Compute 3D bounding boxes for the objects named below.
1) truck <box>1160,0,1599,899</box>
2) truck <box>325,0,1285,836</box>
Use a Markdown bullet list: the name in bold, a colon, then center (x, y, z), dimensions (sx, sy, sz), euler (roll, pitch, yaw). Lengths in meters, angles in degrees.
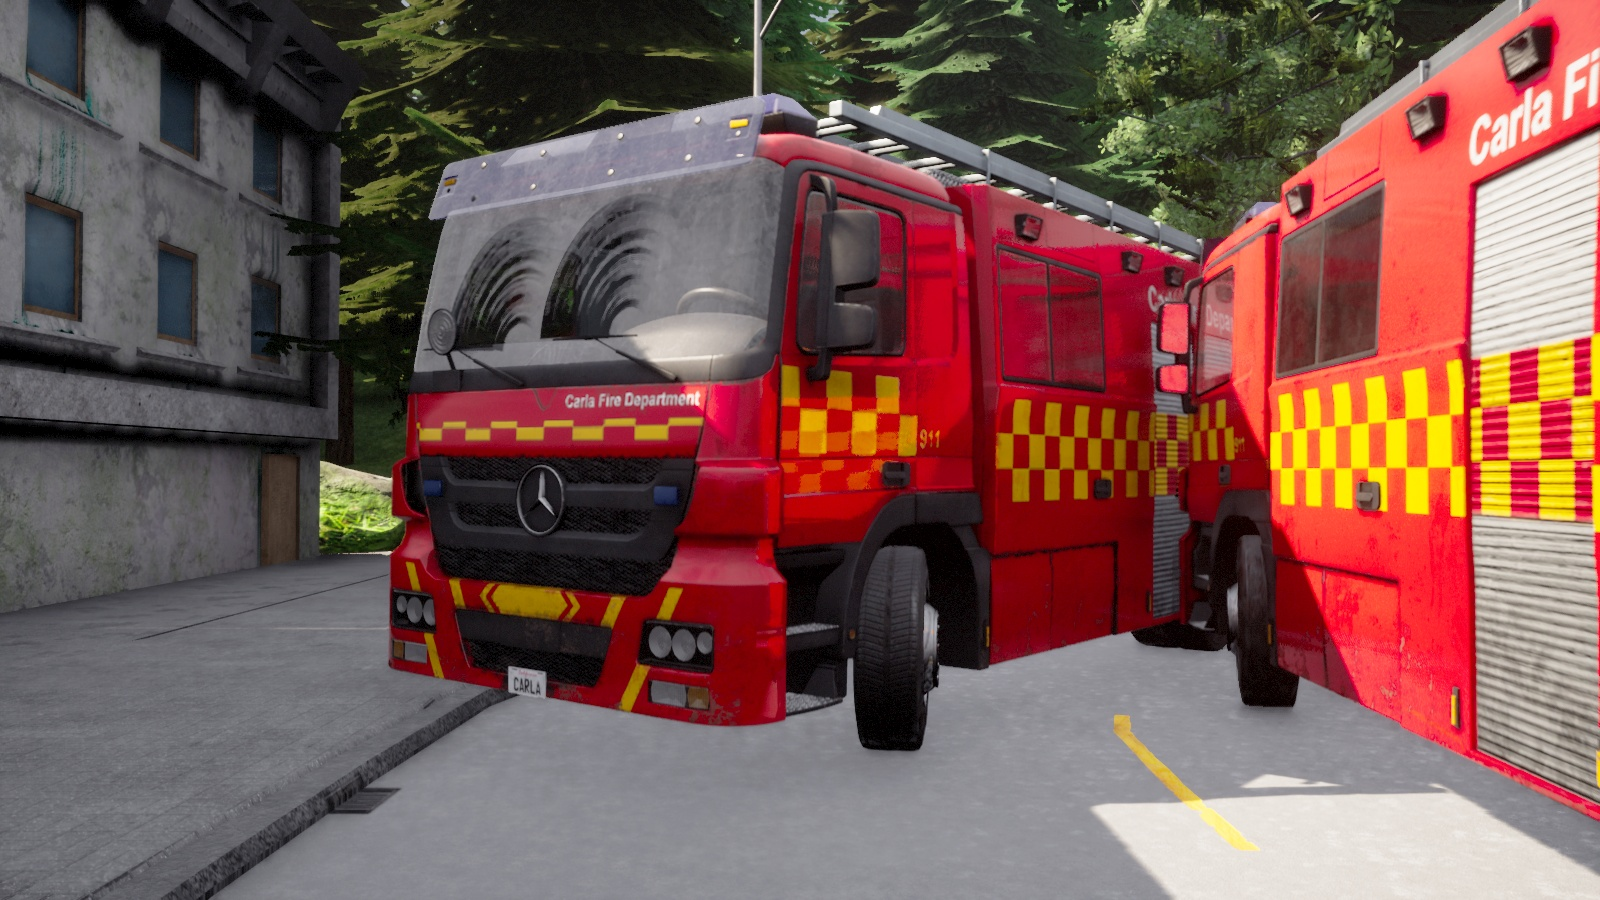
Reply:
- **truck**: center (4.208, -0.267, 6.112), dimensions (2.891, 3.827, 8.468), euler (-1, -1, 3)
- **truck**: center (0.994, -0.188, 9.728), dimensions (2.891, 3.827, 8.468), euler (0, -1, 37)
